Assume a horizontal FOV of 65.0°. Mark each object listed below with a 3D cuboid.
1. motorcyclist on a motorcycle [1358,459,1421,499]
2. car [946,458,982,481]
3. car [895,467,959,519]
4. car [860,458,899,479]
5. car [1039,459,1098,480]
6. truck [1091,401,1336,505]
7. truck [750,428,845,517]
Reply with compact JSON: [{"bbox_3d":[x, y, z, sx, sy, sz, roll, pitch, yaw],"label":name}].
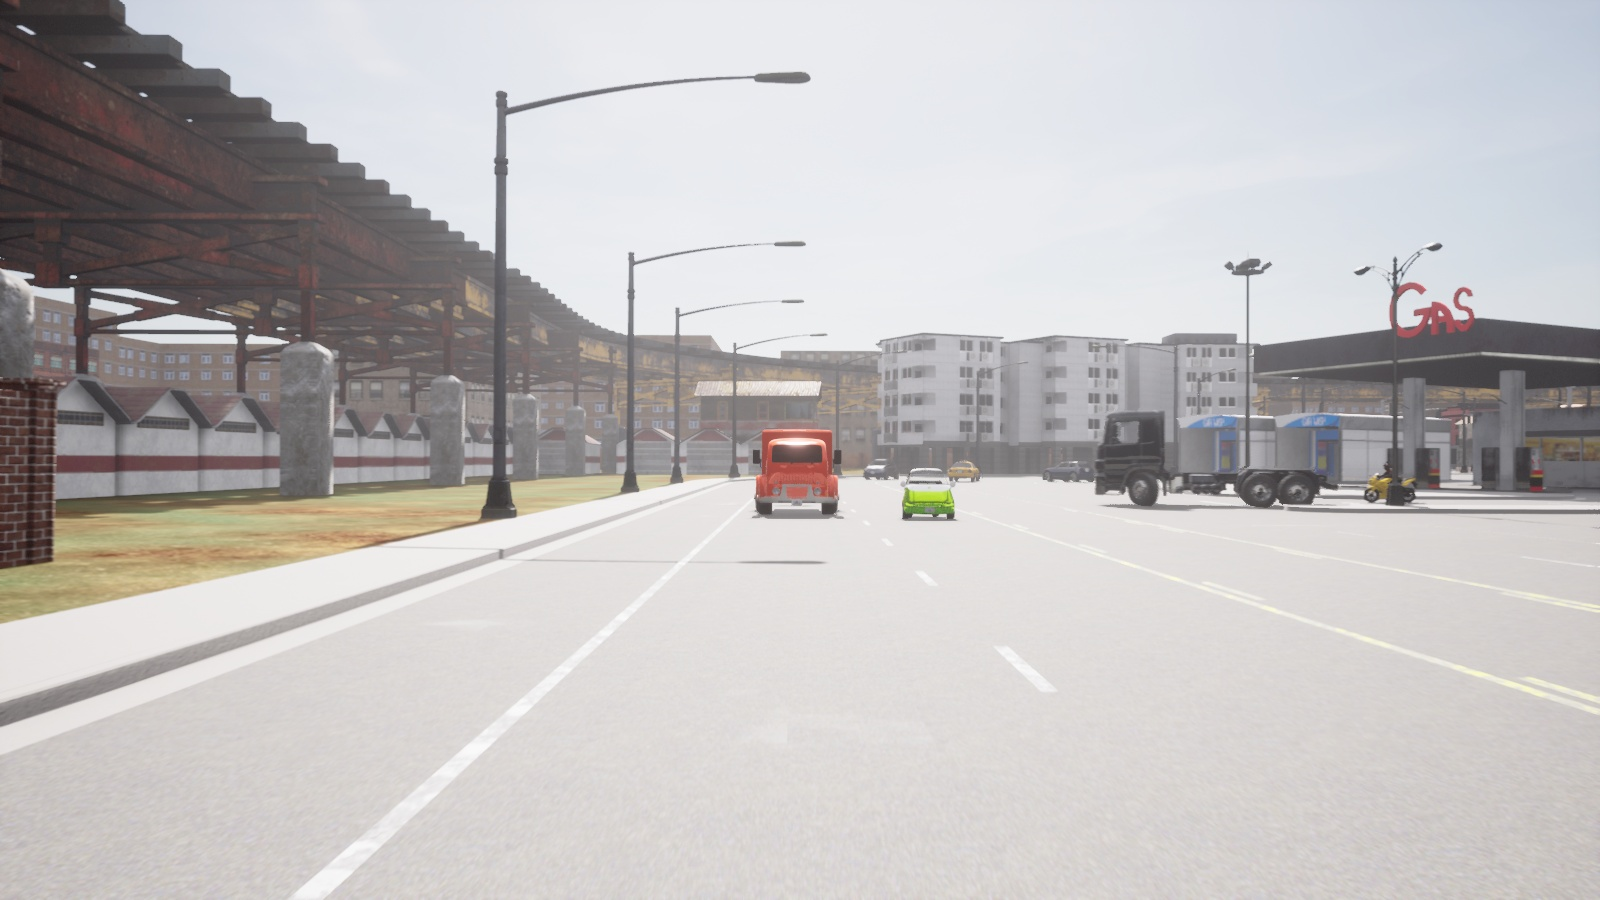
[{"bbox_3d":[22.518,1.093,48.003,2.044,1.523,0.797,0,0,0],"label":"motorcyclist on a motorcycle"},{"bbox_3d":[11.878,1.385,90.648,1.801,1.575,5.366,0,0,15],"label":"car"},{"bbox_3d":[3.423,1.147,34.115,1.481,1.376,2.207,0,-1,0],"label":"car"},{"bbox_3d":[6.083,1.401,95.616,1.851,1.617,3.988,-1,0,21],"label":"car"},{"bbox_3d":[19.126,1.375,89.627,1.970,1.475,3.806,0,0,-33],"label":"car"},{"bbox_3d":[14.464,0.133,44.337,7.936,3.462,2.891,0,0,17],"label":"truck"},{"bbox_3d":[-0.086,0.642,37.448,2.627,2.467,5.204,0,0,0],"label":"truck"}]
